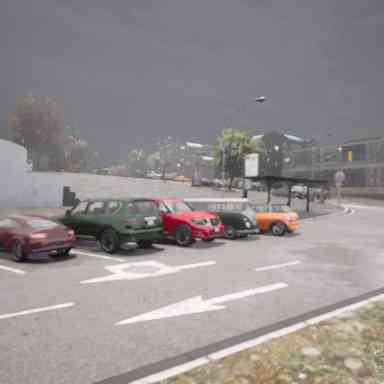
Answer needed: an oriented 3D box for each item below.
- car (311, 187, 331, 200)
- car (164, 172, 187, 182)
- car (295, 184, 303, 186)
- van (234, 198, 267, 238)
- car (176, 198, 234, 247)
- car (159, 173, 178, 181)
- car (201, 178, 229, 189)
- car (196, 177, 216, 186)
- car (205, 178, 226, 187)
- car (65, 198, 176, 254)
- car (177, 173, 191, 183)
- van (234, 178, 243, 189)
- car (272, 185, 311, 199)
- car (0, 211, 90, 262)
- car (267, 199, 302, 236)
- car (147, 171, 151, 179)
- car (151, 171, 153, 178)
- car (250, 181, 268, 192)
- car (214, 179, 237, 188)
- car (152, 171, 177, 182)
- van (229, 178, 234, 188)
[{"bbox_3d":[18.555,0.304,47.537,2.002,1.452,4.674,7,3,35],"label":"car"},{"bbox_3d":[-3.989,-3.535,79.477,2.435,2.045,5.566,7,3,34],"label":"car"},{"bbox_3d":[16.861,-0.259,50.008,2.435,2.045,5.566,7,3,35],"label":"car"},{"bbox_3d":[1.311,1.329,17.257,4.442,1.987,1.878,-1,-1,35],"label":"van"},{"bbox_3d":[-1.224,1.286,15.582,5.566,2.045,2.435,-1,-1,35],"label":"car"},{"bbox_3d":[-5.788,-3.687,81.940,2.185,1.767,4.553,6,2,34],"label":"car"},{"bbox_3d":[3.397,-1.210,53.545,1.994,1.385,4.181,2,4,-36],"label":"car"},{"bbox_3d":[2.981,-2.152,69.718,2.002,1.452,4.674,7,3,35],"label":"car"},{"bbox_3d":[4.728,-1.878,67.259,2.002,1.452,4.674,7,3,35],"label":"car"},{"bbox_3d":[-3.734,1.268,13.873,5.566,2.045,2.435,-1,-1,35],"label":"car"},{"bbox_3d":[-2.136,-3.011,77.220,1.946,1.575,5.366,7,3,34],"label":"car"},{"bbox_3d":[9.875,-1.325,59.744,1.878,1.987,4.442,7,3,35],"label":"van"},{"bbox_3d":[12.049,0.141,41.480,1.994,1.385,4.181,2,4,-36],"label":"car"},{"bbox_3d":[-6.159,1.541,12.109,4.674,1.452,2.002,-1,-1,35],"label":"car"},{"bbox_3d":[3.717,1.448,19.012,4.553,1.767,2.185,-1,-1,35],"label":"car"},{"bbox_3d":[-9.297,-4.200,86.752,2.435,2.045,5.566,1,-2,34],"label":"car"},{"bbox_3d":[-7.522,-3.922,84.407,2.185,1.767,4.553,4,1,33],"label":"car"},{"bbox_3d":[11.638,-0.826,57.384,2.231,1.521,4.892,7,3,35],"label":"car"},{"bbox_3d":[6.563,-1.645,64.941,1.946,1.575,5.366,7,3,35],"label":"car"},{"bbox_3d":[-5.507,-2.962,66.120,1.895,1.301,4.718,2,4,-36],"label":"car"},{"bbox_3d":[8.142,-1.598,62.213,1.878,1.987,4.442,7,3,35],"label":"van"}]
